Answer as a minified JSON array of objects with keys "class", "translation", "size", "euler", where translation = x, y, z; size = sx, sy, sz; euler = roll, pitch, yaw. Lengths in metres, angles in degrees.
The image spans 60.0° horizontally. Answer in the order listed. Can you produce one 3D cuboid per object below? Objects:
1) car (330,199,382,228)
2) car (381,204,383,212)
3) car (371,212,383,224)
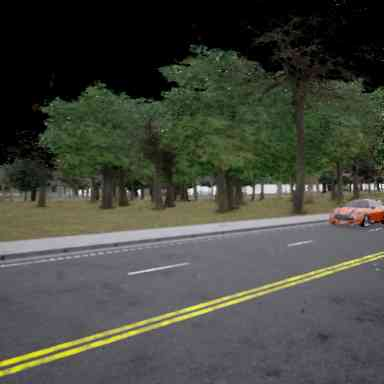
[{"class":"car","translation":[10.865,1.255,21.551],"size":[4.553,1.767,2.097],"euler":[0,0,-39]},{"class":"car","translation":[13.018,1.413,19.114],"size":[4.892,1.490,1.837],"euler":[0,0,-39]},{"class":"car","translation":[7.816,1.438,10.366],"size":[4.902,1.511,2.128],"euler":[0,0,-39]}]
